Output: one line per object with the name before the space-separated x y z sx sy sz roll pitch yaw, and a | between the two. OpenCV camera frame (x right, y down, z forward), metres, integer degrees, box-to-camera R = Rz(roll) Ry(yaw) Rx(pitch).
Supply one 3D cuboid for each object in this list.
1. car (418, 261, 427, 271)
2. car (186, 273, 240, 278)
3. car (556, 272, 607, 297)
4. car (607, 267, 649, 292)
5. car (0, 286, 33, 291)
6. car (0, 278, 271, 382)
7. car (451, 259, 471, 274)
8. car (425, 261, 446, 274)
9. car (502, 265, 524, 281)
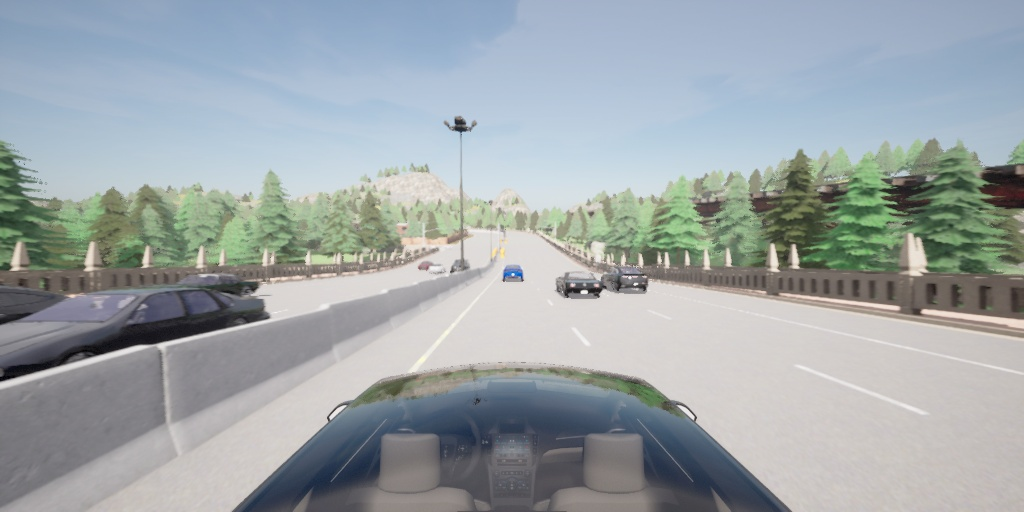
car | -14.036 1.538 58.763 1.882 1.535 5.008 0 2 1
car | -14.099 1.483 16.487 1.895 1.301 4.718 0 -1 0
car | 3.601 1.524 20.049 1.895 1.301 4.718 0 -1 0
car | 7.100 1.446 22.970 2.128 1.511 4.902 0 -1 0
car | -10.598 1.298 6.538 1.812 1.442 4.674 0 -1 0
car | -7.100 1.323 6.813 2.033 1.411 5.357 0 -1 0
car | -7.059 1.452 49.920 2.150 2.045 5.566 0 0 1
car | -10.560 1.751 50.883 1.812 1.442 4.674 0 0 0
car | 0.101 1.568 35.046 1.882 1.535 5.008 0 -1 0
